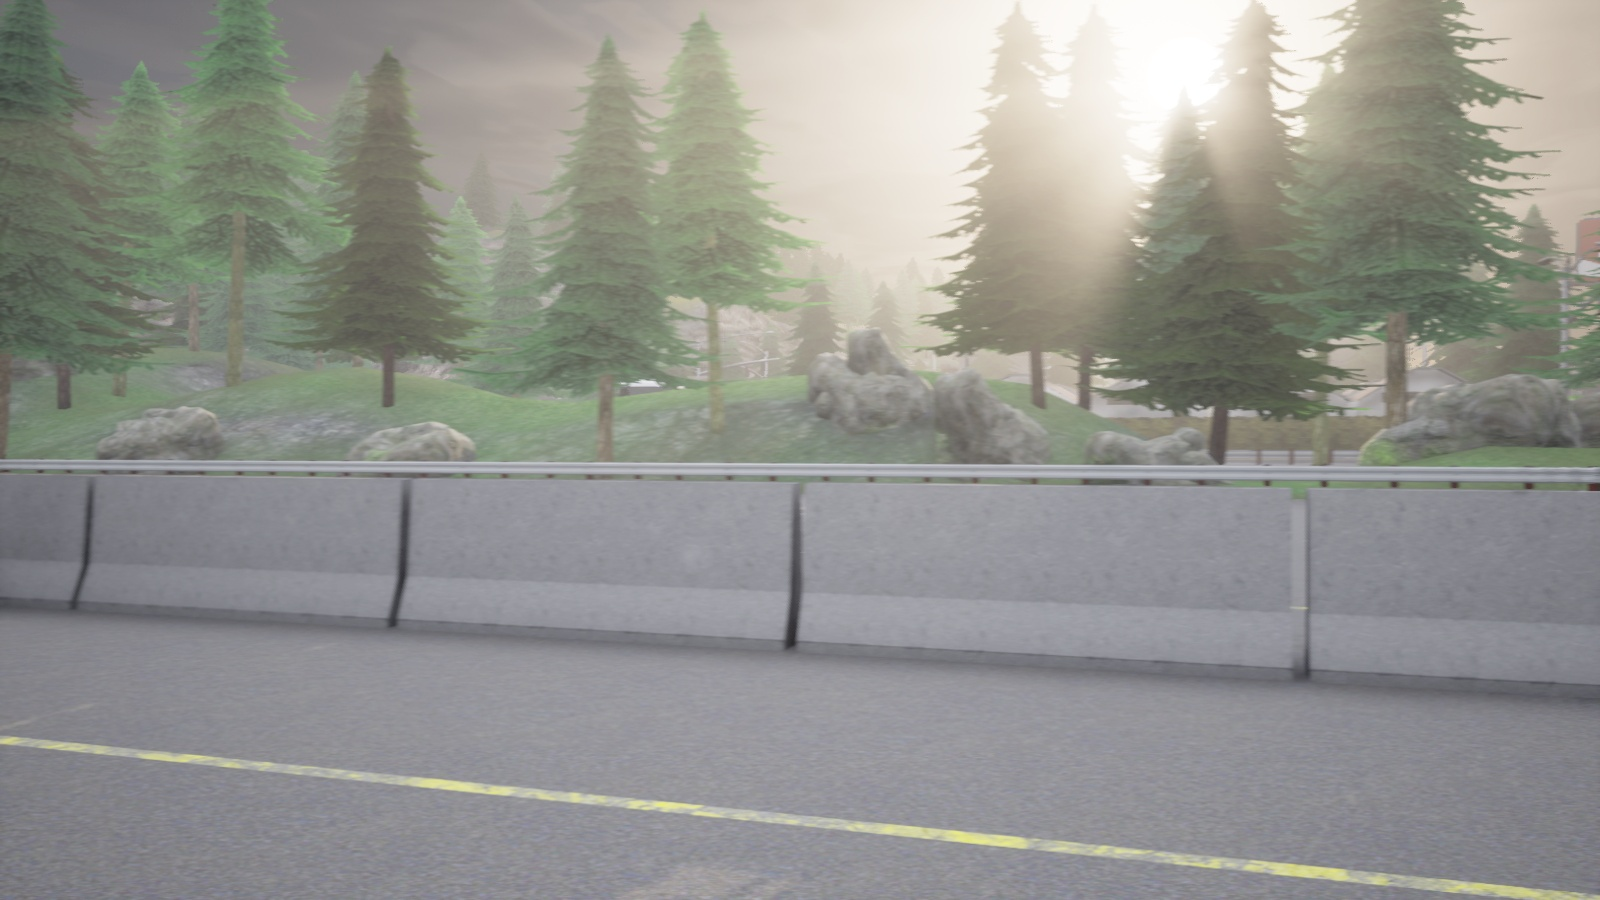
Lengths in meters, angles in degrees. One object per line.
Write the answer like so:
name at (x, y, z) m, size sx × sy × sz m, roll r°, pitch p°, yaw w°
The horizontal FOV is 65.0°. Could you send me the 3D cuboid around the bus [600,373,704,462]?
bus at (-7.522, -1.651, 65.688) m, size 3.944 × 4.253 × 10.273 m, roll 0°, pitch 1°, yaw 2°
